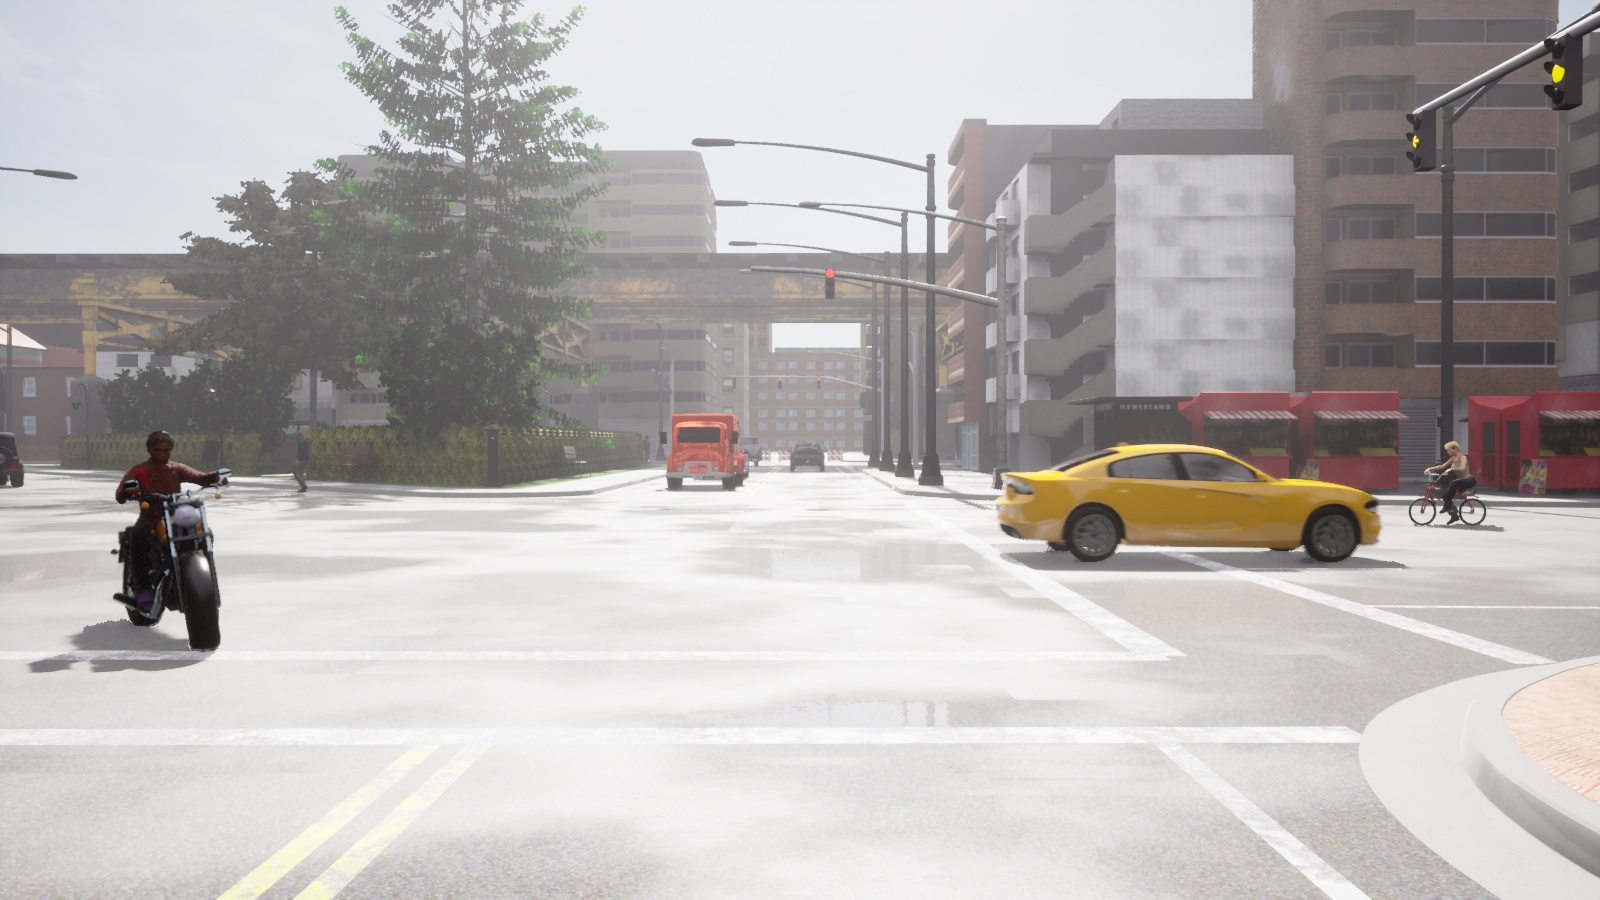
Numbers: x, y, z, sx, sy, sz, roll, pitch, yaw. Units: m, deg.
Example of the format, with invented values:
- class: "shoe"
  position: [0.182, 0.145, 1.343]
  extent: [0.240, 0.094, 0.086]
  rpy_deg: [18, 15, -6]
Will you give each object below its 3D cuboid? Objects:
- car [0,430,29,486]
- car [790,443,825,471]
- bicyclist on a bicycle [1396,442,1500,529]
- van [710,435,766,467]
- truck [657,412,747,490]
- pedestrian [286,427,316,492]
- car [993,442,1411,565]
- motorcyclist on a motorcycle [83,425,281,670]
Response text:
- class: "car"
  position: [-28.326, 0.274, 43.546]
  extent: [1.905, 1.878, 3.866]
  rpy_deg: [0, 0, -44]
- class: "car"
  position: [0.406, 0.366, 68.269]
  extent: [1.837, 1.490, 4.892]
  rpy_deg: [0, 0, 0]
- class: "bicyclist on a bicycle"
  position: [12.324, 0.658, 23.903]
  extent: [1.509, 1.612, 0.866]
  rpy_deg: [1, 0, -1]
- class: "van"
  position: [-3.979, 0.044, 80.267]
  extent: [1.775, 1.987, 4.442]
  rpy_deg: [0, 0, -30]
- class: "truck"
  position: [-3.240, 0.017, 42.607]
  extent: [2.627, 2.467, 5.204]
  rpy_deg: [0, 0, 0]
- class: "pedestrian"
  position: [-14.251, 0.278, 35.879]
  extent: [0.726, 1.842, 0.402]
  rpy_deg: [0, 0, -6]
- class: "car"
  position: [5.245, 0.675, 16.884]
  extent: [5.008, 1.535, 1.882]
  rpy_deg: [0, 0, 0]
- class: "motorcyclist on a motorcycle"
  position: [-4.804, 0.648, 9.662]
  extent: [0.766, 1.649, 2.350]
  rpy_deg: [-2, 2, -41]
